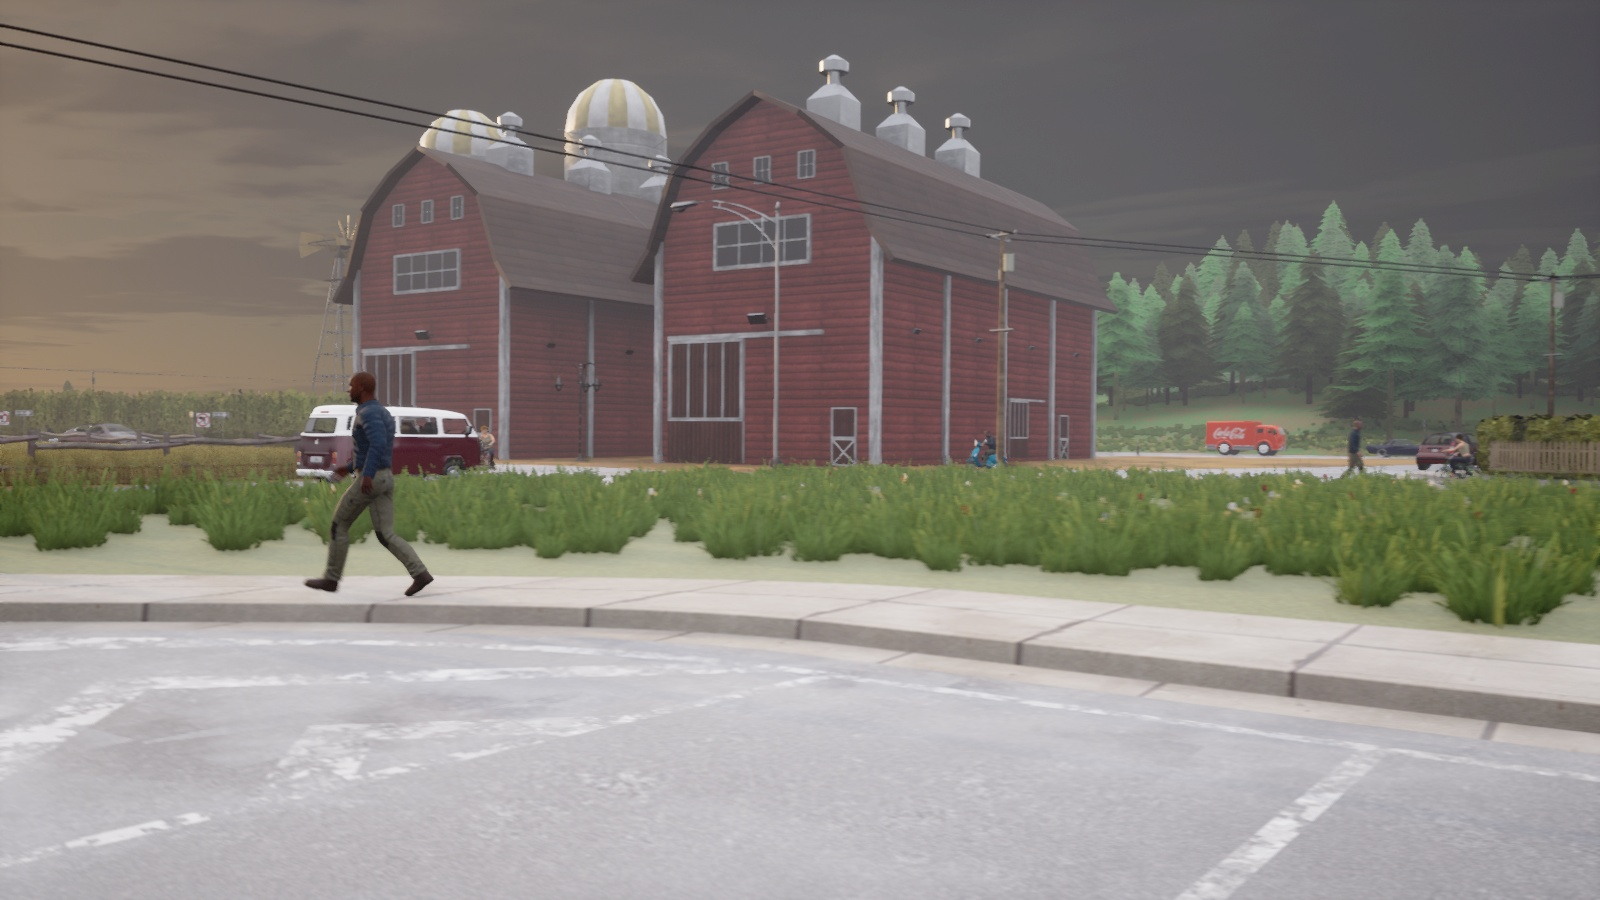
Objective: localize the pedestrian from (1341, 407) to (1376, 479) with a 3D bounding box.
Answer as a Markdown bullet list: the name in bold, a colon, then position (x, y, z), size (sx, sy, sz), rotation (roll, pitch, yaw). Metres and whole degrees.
- **pedestrian**: position (14.337, -0.185, 32.238), size (0.726, 1.842, 0.402), rotation (0, 1, 45)

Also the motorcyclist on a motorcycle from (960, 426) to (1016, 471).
- **motorcyclist on a motorcycle**: position (6.862, -0.068, 45.917), size (1.817, 1.590, 0.866), rotation (-1, 1, -22)

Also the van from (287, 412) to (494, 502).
- **van**: position (-9.948, 0.124, 30.823), size (2.069, 2.038, 4.480), rotation (0, 1, 34)

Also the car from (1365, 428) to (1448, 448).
- **car**: position (40.618, -0.824, 84.128), size (4.718, 1.301, 1.895), rotation (0, 1, 35)

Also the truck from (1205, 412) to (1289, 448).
- **truck**: position (32.031, -1.418, 90.058), size (5.204, 2.467, 2.627), rotation (0, 1, 35)

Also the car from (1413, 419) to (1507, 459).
- **car**: position (27.979, -0.492, 53.188), size (3.988, 1.617, 1.851), rotation (-1, 1, -34)

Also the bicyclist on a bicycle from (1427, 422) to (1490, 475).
- **bicyclist on a bicycle**: position (20.457, -0.052, 39.043), size (0.866, 1.612, 1.509), rotation (-1, 1, -34)

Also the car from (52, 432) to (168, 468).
- **car**: position (-32.832, -0.008, 59.769), size (5.027, 1.651, 2.152), rotation (0, 1, 23)

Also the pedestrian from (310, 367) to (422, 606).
- **pedestrian**: position (-3.404, 0.283, 9.870), size (0.726, 1.835, 0.370), rotation (0, 1, 3)
